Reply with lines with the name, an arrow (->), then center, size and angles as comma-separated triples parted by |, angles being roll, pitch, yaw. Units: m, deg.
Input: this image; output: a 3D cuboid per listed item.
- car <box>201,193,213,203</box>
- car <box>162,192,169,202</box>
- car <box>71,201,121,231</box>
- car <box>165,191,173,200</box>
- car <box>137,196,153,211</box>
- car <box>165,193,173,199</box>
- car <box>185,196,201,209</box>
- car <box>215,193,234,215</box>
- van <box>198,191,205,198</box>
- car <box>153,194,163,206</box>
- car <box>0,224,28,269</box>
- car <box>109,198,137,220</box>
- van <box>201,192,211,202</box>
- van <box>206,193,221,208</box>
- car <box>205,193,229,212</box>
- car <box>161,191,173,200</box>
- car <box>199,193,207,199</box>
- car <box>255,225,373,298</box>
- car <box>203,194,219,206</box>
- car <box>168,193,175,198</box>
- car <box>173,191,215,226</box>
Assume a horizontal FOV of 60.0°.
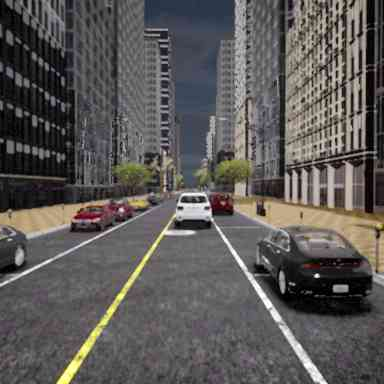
car -> 2.680, 1.027, 59.335 | 1.967, 1.590, 4.097 | -1, 0, 0
car -> -5.700, 1.138, 59.336 | 2.008, 1.369, 4.403 | -1, 0, 0
car -> -5.699, 1.447, 19.551 | 1.802, 1.307, 4.206 | -1, 0, 0
car -> -5.700, 0.947, 70.702 | 1.967, 1.590, 4.097 | -1, 0, 0
car -> -5.699, 1.273, 36.432 | 1.752, 1.417, 4.829 | -1, 0, 0
car -> -5.700, 1.008, 82.070 | 1.802, 1.307, 4.206 | -1, 0, 0
car -> 0.091, 1.245, 40.440 | 1.812, 1.442, 4.674 | 0, 1, 0
car -> 2.679, 1.101, 30.917 | 2.192, 1.841, 5.009 | -1, 0, 0
van -> 2.678, 0.684, 93.436 | 1.690, 1.788, 3.998 | -1, 0, 0
car -> -5.699, 1.233, 47.969 | 1.947, 1.339, 4.313 | -1, 0, 0
car -> -5.698, 1.494, 8.184 | 2.008, 1.369, 4.403 | -1, 0, 0
car -> -5.700, 1.266, 25.234 | 1.967, 1.590, 4.097 | -1, 0, 0
van -> 2.679, 0.887, 65.018 | 1.690, 1.788, 3.998 | -1, 0, 0
van -> 2.679, 1.048, 42.284 | 1.690, 1.788, 3.998 | -1, 0, 0
car -> 2.679, 1.061, 36.601 | 2.192, 1.841, 5.009 | -1, 0, 0
car -> -5.702, 0.781, 76.385 | 2.192, 1.841, 5.009 | -1, 0, 0
car -> 2.681, 0.976, 82.070 | 2.008, 1.369, 4.403 | -1, 0, 0
car -> 2.682, 1.493, 8.184 | 2.008, 1.369, 4.403 | -1, 0, 0
car -> 2.680, 1.107, 47.968 | 1.967, 1.590, 4.097 | -1, 0, 0
car -> -5.700, 0.926, 93.438 | 1.802, 1.307, 4.206 | -1, 0, 0
car -> 0.100, 1.072, 21.929 | 2.150, 2.045, 5.566 | 0, 1, 0
